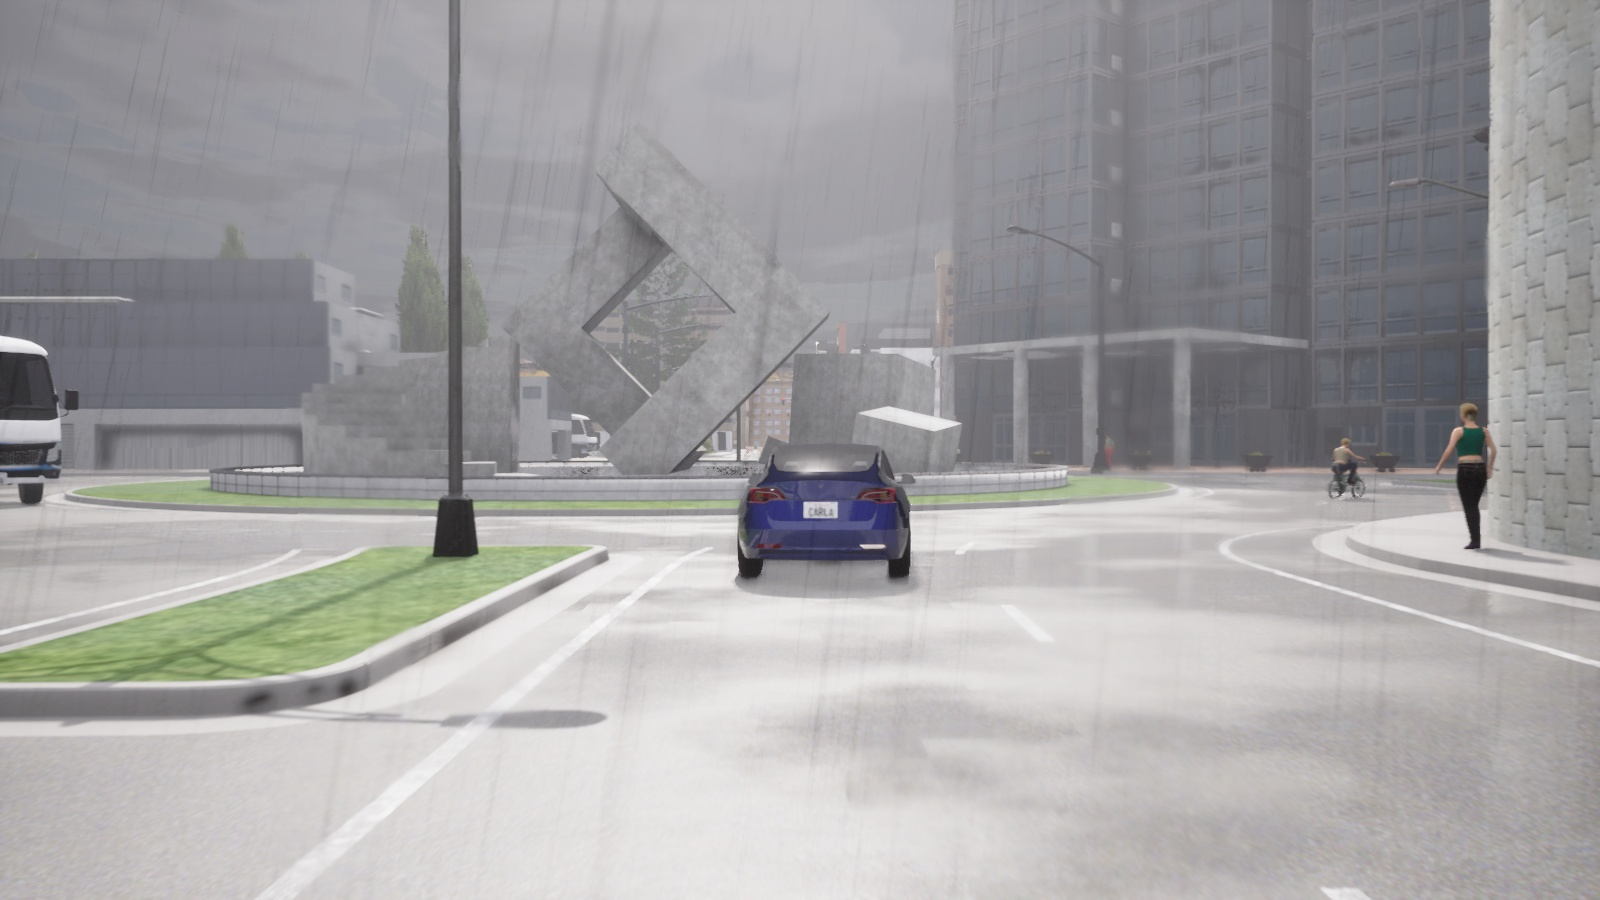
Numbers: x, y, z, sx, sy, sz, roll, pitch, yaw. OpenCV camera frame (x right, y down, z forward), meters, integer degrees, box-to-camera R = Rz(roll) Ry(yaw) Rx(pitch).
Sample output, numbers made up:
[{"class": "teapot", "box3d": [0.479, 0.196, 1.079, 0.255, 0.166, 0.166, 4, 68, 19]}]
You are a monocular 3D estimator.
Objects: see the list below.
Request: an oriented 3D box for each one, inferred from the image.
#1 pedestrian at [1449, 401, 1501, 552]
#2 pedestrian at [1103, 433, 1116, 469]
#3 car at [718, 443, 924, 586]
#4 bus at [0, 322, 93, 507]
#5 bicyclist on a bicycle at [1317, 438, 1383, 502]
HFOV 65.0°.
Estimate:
[{"class": "pedestrian", "box3d": [8.361, 0.321, 15.572, 0.345, 1.836, 0.594, 0, 0, 4]}, {"class": "pedestrian", "box3d": [16.003, 0.054, 64.970, 0.345, 1.836, 0.594, 0, 0, -34]}, {"class": "car", "box3d": [0.378, 0.659, 15.555, 2.163, 1.488, 4.792, 0, 0, 4]}, {"class": "bus", "box3d": [-22.407, -0.830, 32.201, 10.273, 4.253, 3.944, 0, 0, 39]}, {"class": "bicyclist on a bicycle", "box3d": [14.431, 0.509, 32.946, 1.509, 1.612, 0.866, 0, 1, -32]}]
